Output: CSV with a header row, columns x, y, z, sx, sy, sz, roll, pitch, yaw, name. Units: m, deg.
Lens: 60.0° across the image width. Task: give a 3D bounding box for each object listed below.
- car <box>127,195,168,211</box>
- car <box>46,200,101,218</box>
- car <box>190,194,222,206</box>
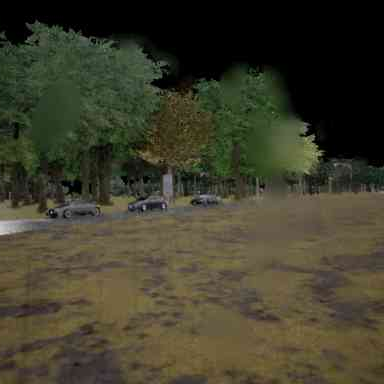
x,y,z,sx,sy,sz,roll,pitch,yaw,name
-4.480,1.133,33.830,1.837,1.490,4.892,-3,0,35,car
-9.466,1.330,26.745,1.994,1.385,4.181,-3,-1,36,car
1.862,1.008,42.790,2.033,1.411,5.357,-3,-1,35,car
